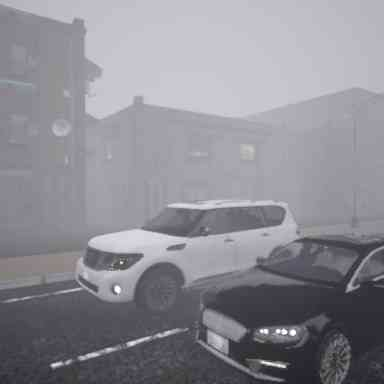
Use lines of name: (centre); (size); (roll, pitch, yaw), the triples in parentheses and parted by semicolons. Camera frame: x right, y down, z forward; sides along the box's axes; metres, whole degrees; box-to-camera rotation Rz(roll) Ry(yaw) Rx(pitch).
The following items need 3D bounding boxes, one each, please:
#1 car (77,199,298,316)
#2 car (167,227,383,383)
car: (0.258, 1.221, 7.861); (5.566, 2.045, 2.150); (0, 0, -36)
car: (2.292, 1.491, 5.321); (4.902, 1.511, 2.128); (0, 0, -35)
